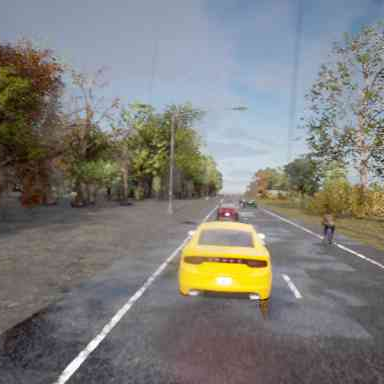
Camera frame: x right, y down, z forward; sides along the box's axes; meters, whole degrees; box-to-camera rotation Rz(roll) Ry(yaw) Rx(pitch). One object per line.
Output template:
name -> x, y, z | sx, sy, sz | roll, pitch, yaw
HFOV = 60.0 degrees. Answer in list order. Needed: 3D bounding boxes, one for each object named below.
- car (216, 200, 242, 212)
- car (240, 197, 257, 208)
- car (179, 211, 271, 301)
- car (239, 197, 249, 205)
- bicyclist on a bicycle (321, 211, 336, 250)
car -> 3.106, 1.638, 28.982 | 1.812, 1.442, 4.674 | 2, 0, 6
car -> 9.447, 1.677, 54.583 | 2.097, 1.767, 4.553 | 2, 0, 6
car -> 0.869, 1.509, 8.614 | 1.882, 1.535, 5.008 | 2, 0, 6
car -> 11.361, 1.950, 72.977 | 1.994, 1.385, 4.181 | 2, 0, 6
bicyclist on a bicycle -> 5.896, 1.643, 14.383 | 0.582, 1.620, 1.656 | 2, 0, 6
